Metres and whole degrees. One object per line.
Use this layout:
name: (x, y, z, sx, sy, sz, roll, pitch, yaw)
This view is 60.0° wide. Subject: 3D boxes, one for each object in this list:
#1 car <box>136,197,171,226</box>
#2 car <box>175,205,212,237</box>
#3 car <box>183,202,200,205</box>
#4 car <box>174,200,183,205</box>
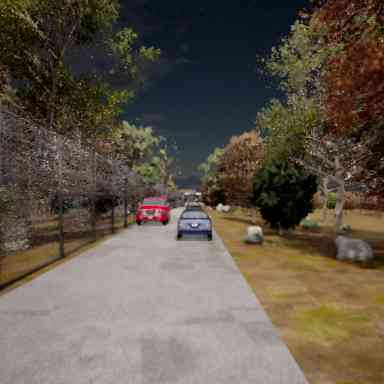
car: (-2.810, 1.386, 25.349, 2.150, 2.045, 5.566, 1, -1, 0)
car: (0.134, 1.647, 18.469, 2.033, 1.411, 5.357, 0, -1, 0)
car: (0.211, 1.930, 39.734, 1.837, 1.490, 4.892, 0, -1, 0)
car: (-2.434, 2.466, 67.036, 1.837, 1.490, 4.892, 0, -2, 1)
